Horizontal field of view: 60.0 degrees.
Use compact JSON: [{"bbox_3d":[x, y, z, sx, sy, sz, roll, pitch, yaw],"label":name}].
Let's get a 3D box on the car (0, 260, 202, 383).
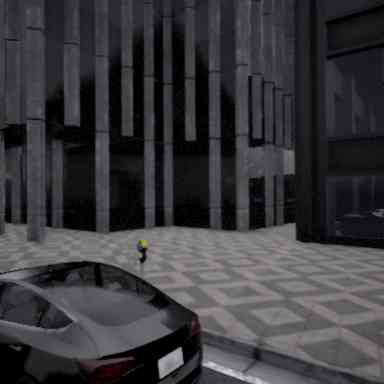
[{"bbox_3d":[-1.883,1.564,4.200,4.313,1.339,1.947,0,0,36],"label":"car"}]
